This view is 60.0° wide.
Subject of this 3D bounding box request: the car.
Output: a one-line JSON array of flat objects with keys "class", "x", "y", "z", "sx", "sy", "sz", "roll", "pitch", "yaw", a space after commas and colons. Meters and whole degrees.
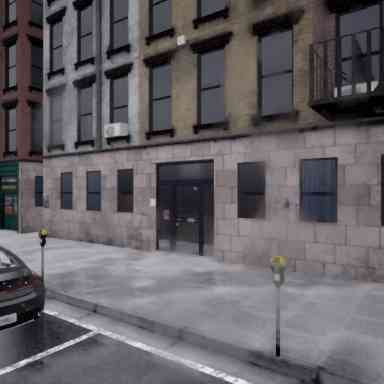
[{"class": "car", "x": -4.360, "y": 1.550, "z": 5.909, "sx": 4.403, "sy": 1.369, "sz": 2.008, "roll": 0, "pitch": 0, "yaw": 35}]
